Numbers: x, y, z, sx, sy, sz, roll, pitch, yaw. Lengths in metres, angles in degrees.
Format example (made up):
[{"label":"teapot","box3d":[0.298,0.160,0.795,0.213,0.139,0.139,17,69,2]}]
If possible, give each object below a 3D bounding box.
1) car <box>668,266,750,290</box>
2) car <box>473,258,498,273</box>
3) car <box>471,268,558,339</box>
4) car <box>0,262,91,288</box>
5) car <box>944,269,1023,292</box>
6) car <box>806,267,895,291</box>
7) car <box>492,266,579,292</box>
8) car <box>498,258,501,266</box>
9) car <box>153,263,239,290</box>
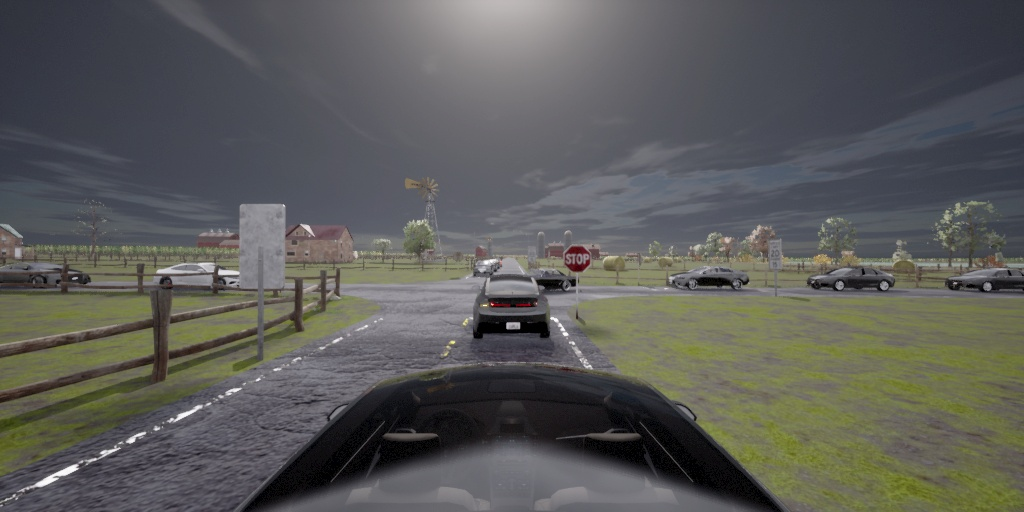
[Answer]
[{"label":"car","box3d":[12.788,1.395,23.419,4.902,1.511,2.128,1,-1,-2]},{"label":"car","box3d":[-2.875,1.241,36.825,2.128,1.511,4.902,0,0,0]},{"label":"car","box3d":[-0.078,1.256,10.139,1.837,1.490,4.892,0,0,-3]},{"label":"car","box3d":[-26.372,1.047,19.962,4.181,1.385,1.994,1,-1,-1]},{"label":"car","box3d":[31.692,1.586,23.720,4.892,1.490,1.837,1,-1,-1]},{"label":"car","box3d":[22.190,1.498,23.595,4.892,1.490,1.837,1,-1,-1]},{"label":"car","box3d":[1.491,1.368,20.186,4.718,1.301,1.895,1,0,-35]},{"label":"car","box3d":[-2.872,1.239,46.270,2.128,1.511,4.902,0,0,0]},{"label":"car","box3d":[-17.252,1.103,20.088,4.674,1.442,1.812,1,-1,-1]}]
